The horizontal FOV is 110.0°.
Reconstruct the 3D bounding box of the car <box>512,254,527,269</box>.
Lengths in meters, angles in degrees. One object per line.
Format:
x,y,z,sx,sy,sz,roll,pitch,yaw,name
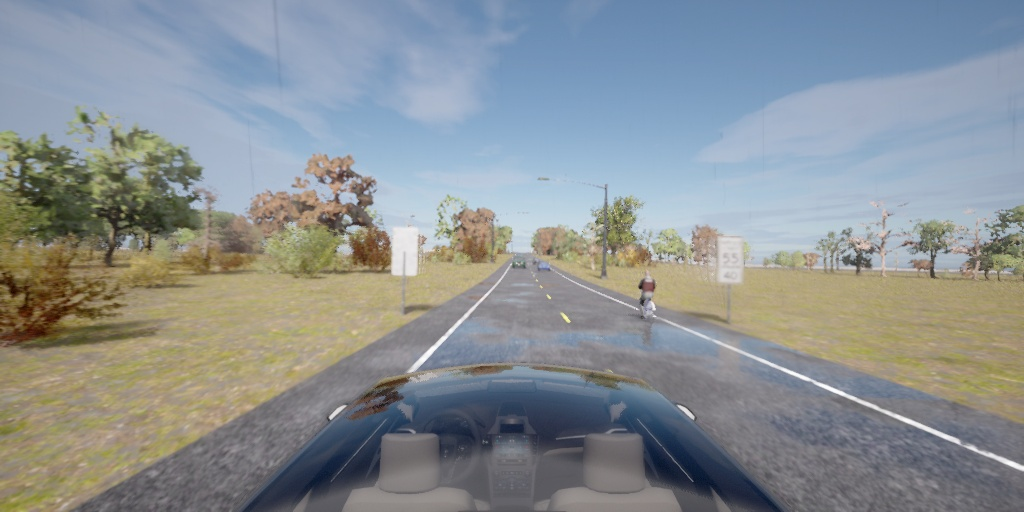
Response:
1.164,0.961,57.918,2.150,2.045,5.566,1,1,2,car

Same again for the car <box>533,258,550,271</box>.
4.705,1.458,53.819,2.033,1.411,5.357,2,1,1,car

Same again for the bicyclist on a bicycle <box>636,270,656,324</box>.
4.617,1.374,12.465,0.659,1.776,1.843,2,0,1,bicyclist on a bicycle
